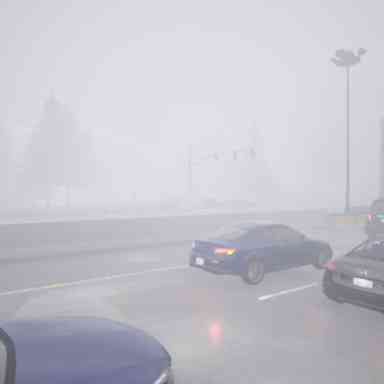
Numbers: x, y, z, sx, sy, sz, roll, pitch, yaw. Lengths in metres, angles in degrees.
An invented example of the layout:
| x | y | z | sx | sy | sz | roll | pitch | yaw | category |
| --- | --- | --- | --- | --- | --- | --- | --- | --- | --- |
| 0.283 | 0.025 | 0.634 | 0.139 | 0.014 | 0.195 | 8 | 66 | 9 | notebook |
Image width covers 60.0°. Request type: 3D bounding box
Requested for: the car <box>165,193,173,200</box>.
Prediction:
| x | y | z | sx | sy | sz | roll | pitch | yaw | category |
| --- | --- | --- | --- | --- | --- | --- | --- | --- | --- |
| -6.436 | 1.279 | 93.227 | 2.150 | 2.045 | 5.566 | 0 | 0 | -3 | car |

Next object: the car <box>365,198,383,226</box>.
| x | y | z | sx | sy | sz | roll | pitch | yaw | category |
| --- | --- | --- | --- | --- | --- | --- | --- | --- | --- |
| 10.160 | 1.263 | 15.259 | 5.566 | 2.045 | 2.150 | 0 | 0 | -35 | car |

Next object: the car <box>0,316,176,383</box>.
| x | y | z | sx | sy | sz | roll | pitch | yaw | category |
| --- | --- | --- | --- | --- | --- | --- | --- | --- | --- |
| -2.263 | 1.524 | 2.098 | 4.674 | 1.442 | 1.812 | 0 | 0 | -36 | car |

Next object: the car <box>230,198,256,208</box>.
| x | y | z | sx | sy | sz | roll | pitch | yaw | category |
| --- | --- | --- | --- | --- | --- | --- | --- | --- | --- |
| 7.578 | 1.649 | 49.644 | 1.994 | 1.385 | 4.181 | 0 | 0 | -33 | car |

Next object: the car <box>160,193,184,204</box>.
| x | y | z | sx | sy | sz | roll | pitch | yaw | category |
| --- | --- | --- | --- | --- | --- | --- | --- | --- | --- |
| -3.919 | 1.299 | 63.909 | 2.150 | 2.045 | 5.566 | 0 | 0 | -21 | car |

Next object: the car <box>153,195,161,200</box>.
| x | y | z | sx | sy | sz | roll | pitch | yaw | category |
| --- | --- | --- | --- | --- | --- | --- | --- | --- | --- |
| -9.967 | 1.553 | 94.451 | 2.033 | 1.411 | 5.357 | 0 | 0 | -3 | car |

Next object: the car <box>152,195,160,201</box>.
| x | y | z | sx | sy | sz | roll | pitch | yaw | category |
| --- | --- | --- | --- | --- | --- | --- | --- | --- | --- |
| -8.363 | 1.685 | 78.820 | 1.895 | 1.301 | 4.718 | 0 | 0 | -14 | car |

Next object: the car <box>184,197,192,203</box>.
| x | y | z | sx | sy | sz | roll | pitch | yaw | category |
| --- | --- | --- | --- | --- | --- | --- | --- | --- | --- |
| -1.665 | 1.635 | 67.796 | 2.033 | 1.411 | 5.357 | 0 | 0 | -21 | car |

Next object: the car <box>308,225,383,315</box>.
| x | y | z | sx | sy | sz | roll | pitch | yaw | category |
| --- | --- | --- | --- | --- | --- | --- | --- | --- | --- |
| 4.660 | 1.582 | 7.055 | 4.181 | 1.385 | 1.994 | 0 | 0 | -35 | car |

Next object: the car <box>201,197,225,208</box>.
| x | y | z | sx | sy | sz | roll | pitch | yaw | category |
| --- | --- | --- | --- | --- | --- | --- | --- | --- | --- |
| 3.024 | 1.579 | 49.673 | 1.837 | 1.490 | 4.892 | 1 | -1 | -26 | car |

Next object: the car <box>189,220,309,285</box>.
| x | y | z | sx | sy | sz | roll | pitch | yaw | category |
| --- | --- | --- | --- | --- | --- | --- | --- | --- | --- |
| 2.078 | 1.542 | 9.513 | 4.674 | 1.442 | 1.812 | 0 | 0 | -35 | car |
